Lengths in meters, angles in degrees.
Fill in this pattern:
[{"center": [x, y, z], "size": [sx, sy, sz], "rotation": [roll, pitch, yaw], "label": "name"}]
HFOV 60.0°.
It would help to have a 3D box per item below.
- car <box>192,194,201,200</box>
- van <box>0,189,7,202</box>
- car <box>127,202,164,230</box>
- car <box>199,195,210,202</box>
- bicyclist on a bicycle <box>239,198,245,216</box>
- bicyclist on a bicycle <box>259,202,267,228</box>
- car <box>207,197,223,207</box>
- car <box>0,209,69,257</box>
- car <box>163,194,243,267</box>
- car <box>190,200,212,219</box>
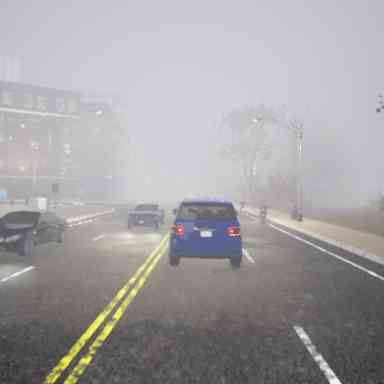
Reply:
[{"center": [1.235, 1.415, 94.275], "size": [1.812, 1.442, 4.674], "rotation": [1, 0, -5], "label": "car"}, {"center": [-27.080, 0.379, 44.876], "size": [3.998, 1.788, 1.690], "rotation": [2, -1, -30], "label": "van"}, {"center": [-2.765, 1.414, 20.964], "size": [1.882, 1.535, 5.008], "rotation": [1, 0, 1], "label": "car"}, {"center": [2.759, 1.444, 73.543], "size": [1.882, 1.535, 5.008], "rotation": [1, 0, -4], "label": "car"}, {"center": [4.823, 1.428, 32.036], "size": [0.659, 1.776, 1.843], "rotation": [1, 0, 0], "label": "bicyclist on a bicycle"}, {"center": [4.741, 1.520, 22.139], "size": [0.582, 1.620, 1.656], "rotation": [1, 0, 1], "label": "bicyclist on a bicycle"}, {"center": [3.701, 1.559, 53.957], "size": [2.033, 1.411, 5.357], "rotation": [1, 0, -2], "label": "car"}, {"center": [-6.217, 1.407, 12.534], "size": [1.812, 1.442, 4.674], "rotation": [1, 0, 2], "label": "car"}, {"center": [0.463, 1.222, 11.637], "size": [2.150, 2.045, 5.566], "rotation": [1, 0, 2], "label": "car"}, {"center": [0.771, 1.514, 30.228], "size": [1.812, 1.442, 4.674], "rotation": [1, 0, 0], "label": "car"}]
